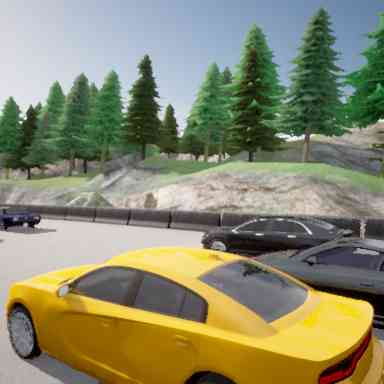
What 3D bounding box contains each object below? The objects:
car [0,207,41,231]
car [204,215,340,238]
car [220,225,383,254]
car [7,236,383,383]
[{"bbox_3d":[-11.436,1.578,20.522,4.718,1.301,1.895,0,0,35],"label":"car"},{"bbox_3d":[2.576,1.499,10.713,4.892,1.490,1.837,0,0,35],"label":"car"},{"bbox_3d":[2.898,1.562,6.215,4.181,1.385,1.994,0,0,35],"label":"car"},{"bbox_3d":[-0.428,1.475,4.271,5.008,1.535,1.882,0,0,35],"label":"car"}]
